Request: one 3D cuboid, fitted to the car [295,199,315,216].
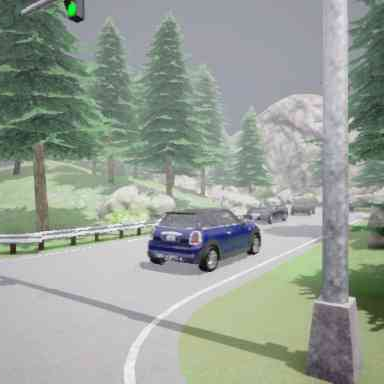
[{"bbox_3d":[11.291,1.519,33.634,1.837,1.490,4.892,0,0,27],"label":"car"}]

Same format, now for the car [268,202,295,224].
[{"bbox_3d":[5.735,1.506,25.059,2.128,1.511,4.902,0,0,35],"label":"car"}]

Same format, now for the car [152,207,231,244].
[{"bbox_3d":[0.116,1.578,16.854,1.994,1.385,4.181,0,0,34],"label":"car"}]

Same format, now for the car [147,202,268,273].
[{"bbox_3d":[0.609,1.313,11.193,2.097,1.767,4.553,0,0,34],"label":"car"}]
